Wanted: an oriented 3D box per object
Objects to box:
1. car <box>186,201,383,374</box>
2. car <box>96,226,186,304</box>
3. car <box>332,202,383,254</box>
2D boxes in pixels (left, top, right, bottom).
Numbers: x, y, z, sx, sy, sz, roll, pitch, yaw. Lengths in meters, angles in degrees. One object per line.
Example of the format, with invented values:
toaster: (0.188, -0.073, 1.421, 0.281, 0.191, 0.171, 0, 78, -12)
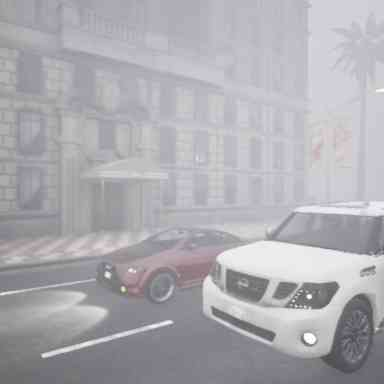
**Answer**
car: (2.813, 1.221, 6.013, 5.566, 2.045, 2.150, 0, 0, -37)
car: (-0.160, 1.565, 8.183, 4.181, 1.385, 1.994, 0, 0, -36)
car: (8.228, 1.349, 14.141, 4.553, 1.767, 2.097, 0, 0, -35)
